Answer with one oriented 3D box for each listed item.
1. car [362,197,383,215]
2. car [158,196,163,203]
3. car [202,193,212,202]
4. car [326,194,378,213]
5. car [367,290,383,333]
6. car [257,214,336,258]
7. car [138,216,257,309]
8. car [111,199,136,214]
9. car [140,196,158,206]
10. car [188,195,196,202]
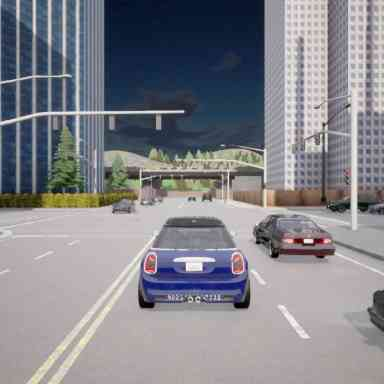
[{"bbox_3d":[20.003,1.526,33.134,4.674,1.442,1.812,0,0,0],"label":"car"},{"bbox_3d":[-7.040,1.504,68.616,2.128,1.511,4.902,0,0,0],"label":"car"},{"bbox_3d":[3.460,1.203,77.780,2.150,2.045,5.566,0,0,0],"label":"car"},{"bbox_3d":[17.825,1.221,36.667,5.566,2.045,2.150,0,0,0],"label":"car"},{"bbox_3d":[3.600,1.547,2.620,2.033,1.411,5.357,0,0,0],"label":"car"},{"bbox_3d":[3.604,1.547,12.688,2.033,1.411,5.357,0,0,1],"label":"car"},{"bbox_3d":[0.055,1.352,8.059,2.097,1.767,4.553,0,0,0],"label":"car"},{"bbox_3d":[-7.117,1.505,35.011,1.837,1.490,4.892,0,0,0],"label":"car"},{"bbox_3d":[-7.118,1.491,53.129,2.128,1.511,4.902,0,0,0],"label":"car"},{"bbox_3d":[-0.040,1.501,77.749,1.812,1.442,4.674,0,0,0],"label":"car"}]
